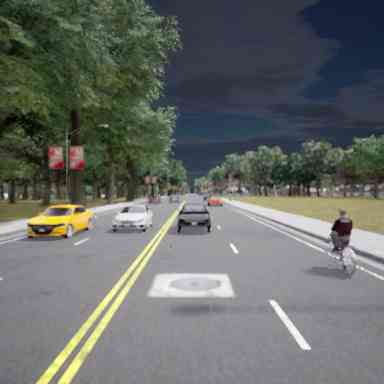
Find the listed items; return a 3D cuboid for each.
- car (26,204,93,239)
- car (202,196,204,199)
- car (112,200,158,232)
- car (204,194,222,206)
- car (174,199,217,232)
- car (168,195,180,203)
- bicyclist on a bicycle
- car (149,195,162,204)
[{"bbox_3d":[-6.585,1.404,17.081,1.882,1.535,5.008,0,0,0],"label":"car"},{"bbox_3d":[3.322,1.272,70.902,1.837,1.490,4.892,0,0,0],"label":"car"},{"bbox_3d":[-3.331,1.444,19.484,1.812,1.442,4.674,0,0,0],"label":"car"},{"bbox_3d":[3.402,1.169,51.201,2.097,1.767,4.553,0,0,0],"label":"car"},{"bbox_3d":[0.119,1.410,19.631,2.128,1.511,4.902,0,0,0],"label":"car"},{"bbox_3d":[-3.226,1.281,60.745,2.128,1.511,4.902,0,0,1],"label":"car"},{"bbox_3d":[4.151,1.332,9.388,0.659,1.776,1.843,0,0,0],"label":"bicyclist on a bicycle"},{"bbox_3d":[-6.473,1.317,59.199,1.812,1.442,4.674,0,0,1],"label":"car"}]
